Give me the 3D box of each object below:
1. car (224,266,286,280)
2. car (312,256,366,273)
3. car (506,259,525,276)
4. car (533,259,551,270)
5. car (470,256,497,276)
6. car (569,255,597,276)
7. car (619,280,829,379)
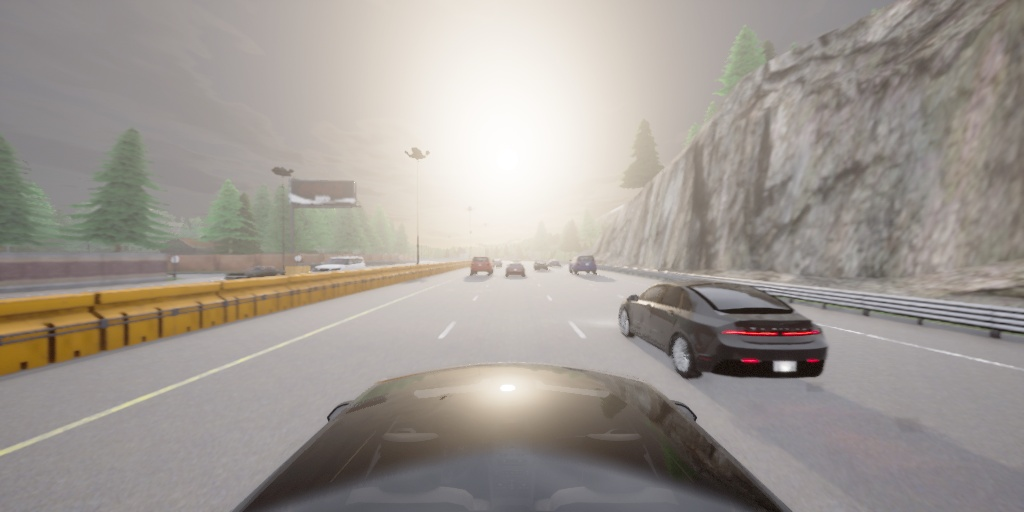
[{"bbox_3d":[-20.839,1.469,29.351,1.895,1.301,4.718,0,0,1],"label":"car"},{"bbox_3d":[-13.843,1.036,29.199,2.150,2.045,5.566,0,0,1],"label":"car"},{"bbox_3d":[0.367,1.313,37.364,1.994,1.385,4.181,0,0,1],"label":"car"},{"bbox_3d":[4.024,1.329,51.075,1.895,1.301,4.718,0,0,1],"label":"car"},{"bbox_3d":[-3.125,0.991,38.386,2.150,2.045,5.566,0,0,1],"label":"car"},{"bbox_3d":[7.365,0.932,37.588,2.150,2.045,5.566,0,0,1],"label":"car"},{"bbox_3d":[3.656,1.235,7.250,1.837,1.490,4.892,0,0,0],"label":"car"}]
